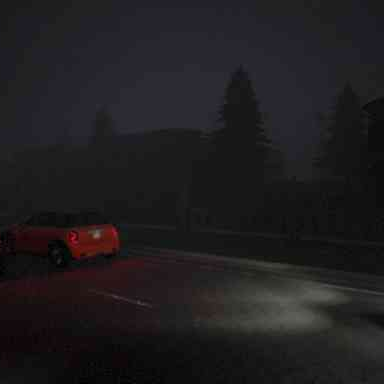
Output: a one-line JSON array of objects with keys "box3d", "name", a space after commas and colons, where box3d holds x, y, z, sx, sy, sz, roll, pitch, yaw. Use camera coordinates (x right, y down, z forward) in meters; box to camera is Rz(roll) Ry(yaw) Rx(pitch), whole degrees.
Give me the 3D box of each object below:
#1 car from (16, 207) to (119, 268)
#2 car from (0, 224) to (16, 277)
[{"box3d": [-4.697, 1.378, 11.586, 4.553, 1.767, 2.097, 0, 0, 35], "name": "car"}, {"box3d": [-7.014, 1.379, 8.939, 4.553, 1.767, 2.097, 0, 0, 36], "name": "car"}]
